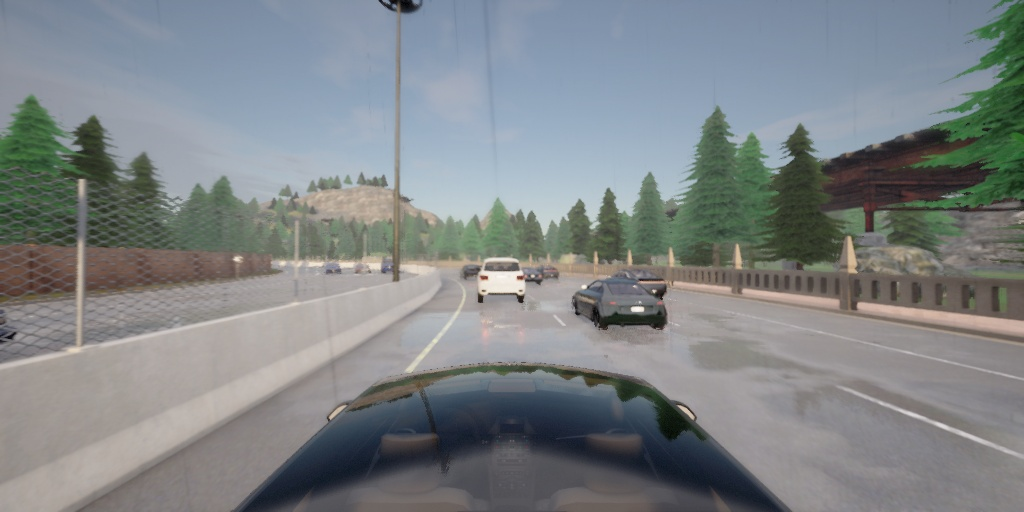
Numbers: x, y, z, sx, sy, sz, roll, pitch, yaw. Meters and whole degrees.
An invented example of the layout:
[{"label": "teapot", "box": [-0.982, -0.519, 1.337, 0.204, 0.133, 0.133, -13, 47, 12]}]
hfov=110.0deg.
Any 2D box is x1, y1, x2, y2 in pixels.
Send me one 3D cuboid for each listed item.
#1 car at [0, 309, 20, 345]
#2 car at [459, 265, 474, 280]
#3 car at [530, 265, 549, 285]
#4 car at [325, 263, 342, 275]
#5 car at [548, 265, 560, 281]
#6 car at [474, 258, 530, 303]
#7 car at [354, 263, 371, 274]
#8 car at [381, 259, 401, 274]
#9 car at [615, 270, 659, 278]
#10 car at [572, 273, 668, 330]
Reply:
[{"label": "car", "box": [-10.616, 1.269, 4.556, 2.033, 1.411, 5.357, 0, -1, 0]}, {"label": "car", "box": [-4.097, 1.595, 35.594, 1.837, 1.490, 4.892, 1, -1, -16]}, {"label": "car", "box": [1.057, 1.601, 29.558, 2.033, 1.411, 5.357, 0, -1, -12]}, {"label": "car", "box": [-23.196, 1.623, 46.631, 1.882, 1.535, 5.008, 1, -1, -26]}, {"label": "car", "box": [3.148, 1.621, 35.622, 2.128, 1.511, 4.902, 0, -1, -14]}, {"label": "car", "box": [-0.675, 1.143, 18.143, 2.150, 2.045, 5.566, 0, -1, -6]}, {"label": "car", "box": [-20.054, 1.705, 48.172, 1.812, 1.442, 4.674, 1, -1, -26]}, {"label": "car", "box": [-16.600, 1.389, 49.017, 2.150, 2.045, 5.566, 1, -1, -25]}, {"label": "car", "box": [6.246, 1.459, 18.877, 2.128, 1.511, 4.902, 0, -1, -6]}, {"label": "car", "box": [3.298, 1.439, 11.708, 1.994, 1.385, 4.181, 0, -1, -3]}]
